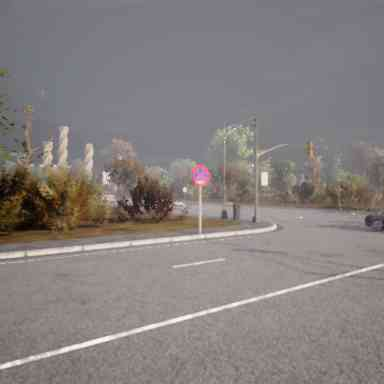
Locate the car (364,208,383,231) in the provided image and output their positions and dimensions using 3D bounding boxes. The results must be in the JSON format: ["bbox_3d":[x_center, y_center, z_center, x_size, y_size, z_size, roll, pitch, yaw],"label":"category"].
[{"bbox_3d":[12.004,1.574,18.098,1.837,1.490,4.892,0,0,-32],"label":"car"}]

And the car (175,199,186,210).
[{"bbox_3d":[-2.407,1.550,40.896,1.812,1.442,4.674,0,1,-32],"label":"car"}]

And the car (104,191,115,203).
[{"bbox_3d":[-15.676,0.921,61.733,2.150,2.045,5.566,0,1,-35],"label":"car"}]
